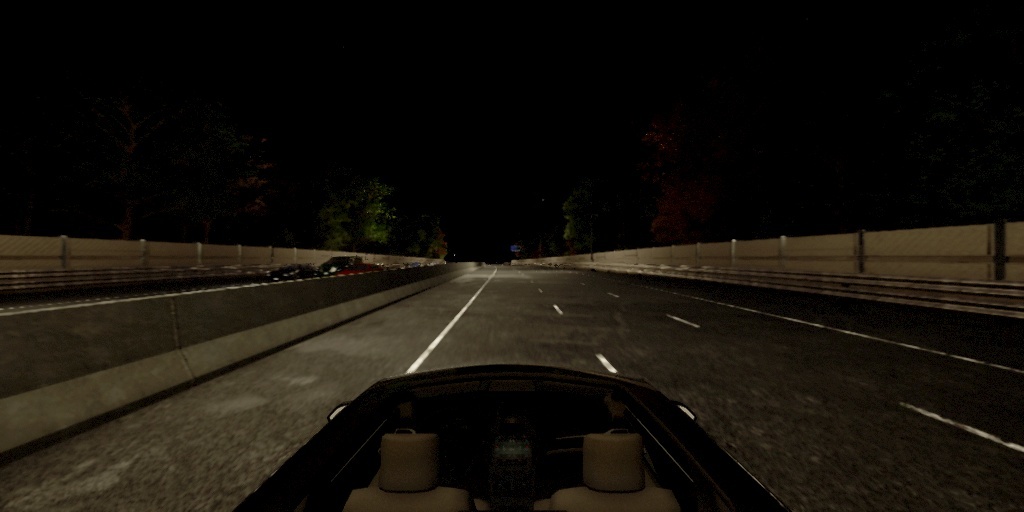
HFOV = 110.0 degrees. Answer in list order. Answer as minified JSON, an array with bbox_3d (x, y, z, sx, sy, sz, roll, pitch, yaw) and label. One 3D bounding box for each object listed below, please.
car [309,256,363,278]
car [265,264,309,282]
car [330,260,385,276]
[{"bbox_3d":[-14.303,1.033,30.299,2.150,2.045,5.566,0,-1,-1],"label":"car"},{"bbox_3d":[-17.794,1.355,29.646,2.033,1.411,5.357,0,0,-1],"label":"car"},{"bbox_3d":[-10.751,1.257,25.774,1.882,1.535,5.008,0,0,-1],"label":"car"}]
